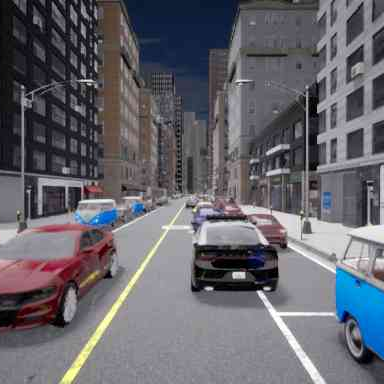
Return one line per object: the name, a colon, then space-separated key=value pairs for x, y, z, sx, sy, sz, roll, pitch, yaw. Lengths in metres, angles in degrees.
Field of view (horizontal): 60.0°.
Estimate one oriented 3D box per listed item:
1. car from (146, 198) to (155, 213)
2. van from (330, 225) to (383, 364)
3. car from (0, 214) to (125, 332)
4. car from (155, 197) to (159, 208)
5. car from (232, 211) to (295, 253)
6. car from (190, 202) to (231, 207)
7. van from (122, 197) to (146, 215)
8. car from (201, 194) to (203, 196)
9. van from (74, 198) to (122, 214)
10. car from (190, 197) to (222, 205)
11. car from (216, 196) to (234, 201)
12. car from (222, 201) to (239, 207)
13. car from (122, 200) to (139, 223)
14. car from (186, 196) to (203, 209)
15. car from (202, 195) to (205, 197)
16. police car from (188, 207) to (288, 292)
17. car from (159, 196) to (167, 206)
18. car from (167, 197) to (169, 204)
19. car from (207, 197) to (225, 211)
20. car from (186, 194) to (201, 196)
car: x=-5.575 y=1.562 z=36.321 sx=1.947 sy=1.339 sz=4.313 roll=0 pitch=0 yaw=0
van: x=2.863 y=1.340 z=3.290 sx=1.690 sy=1.788 sz=3.998 roll=0 pitch=0 yaw=0
car: x=-2.982 y=1.476 z=7.240 sx=1.882 sy=1.535 sz=5.008 roll=0 pitch=0 yaw=0
car: x=-5.560 y=1.579 z=41.822 sx=1.802 sy=1.307 sz=4.206 roll=0 pitch=0 yaw=0
car: x=2.893 y=1.579 z=14.293 sx=1.802 sy=1.307 sz=4.206 roll=0 pitch=0 yaw=0
car: x=0.949 y=1.523 z=18.974 sx=1.812 sy=1.442 sz=4.674 roll=0 pitch=0 yaw=0
van: x=-5.590 y=1.337 z=30.819 sx=1.690 sy=1.788 sz=3.998 roll=0 pitch=0 yaw=0
car: x=3.023 y=1.568 z=63.805 sx=1.947 sy=1.339 sz=4.313 roll=0 pitch=0 yaw=0
van: x=-5.619 y=1.338 z=19.818 sx=1.690 sy=1.788 sz=3.998 roll=0 pitch=0 yaw=0
car: x=0.965 y=1.451 z=25.164 sx=1.801 sy=1.575 sz=5.366 roll=0 pitch=0 yaw=0
car: x=2.935 y=1.311 z=30.797 sx=2.192 sy=1.841 sz=5.009 roll=0 pitch=0 yaw=0
car: x=2.922 y=1.578 z=25.295 sx=1.802 sy=1.307 sz=4.206 roll=0 pitch=0 yaw=0
car: x=-5.604 y=1.547 z=25.318 sx=2.008 sy=1.369 sz=4.403 roll=0 pitch=0 yaw=0
car: x=0.139 y=1.562 z=45.924 sx=1.994 sy=1.385 sz=4.181 roll=0 pitch=0 yaw=0
car: x=2.994 y=1.550 z=52.803 sx=2.008 sy=1.369 sz=4.403 roll=0 pitch=0 yaw=0
police car: x=0.923 y=1.423 z=9.083 sx=1.930 sy=1.638 sz=5.238 roll=0 pitch=0 yaw=0
car: x=-5.531 y=1.565 z=52.825 sx=1.947 sy=1.339 sz=4.313 roll=0 pitch=0 yaw=0
car: x=-5.517 y=1.583 z=58.326 sx=1.802 sy=1.307 sz=4.206 roll=0 pitch=0 yaw=0
car: x=2.965 y=1.437 z=41.800 sx=1.967 sy=1.590 sz=4.097 roll=0 pitch=0 yaw=0
car: x=0.155 y=1.527 z=59.317 sx=1.812 sy=1.442 sz=4.674 roll=0 pitch=0 yaw=0
